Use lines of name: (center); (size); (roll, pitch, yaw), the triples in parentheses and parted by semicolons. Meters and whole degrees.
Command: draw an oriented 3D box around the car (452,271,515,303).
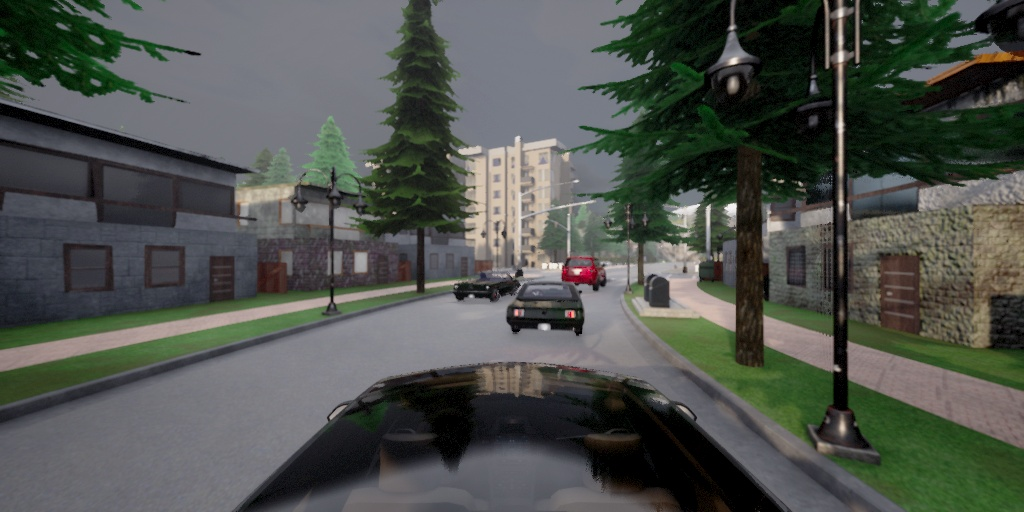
car: (-1.113, 1.416, 17.344); (1.895, 1.301, 4.718); (0, 0, 17)

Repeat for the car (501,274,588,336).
car: (1.133, 1.389, 10.614); (1.895, 1.301, 4.718); (0, 0, 10)

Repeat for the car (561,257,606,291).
car: (4.669, 1.065, 23.001); (2.150, 2.045, 5.566); (0, 0, 21)
